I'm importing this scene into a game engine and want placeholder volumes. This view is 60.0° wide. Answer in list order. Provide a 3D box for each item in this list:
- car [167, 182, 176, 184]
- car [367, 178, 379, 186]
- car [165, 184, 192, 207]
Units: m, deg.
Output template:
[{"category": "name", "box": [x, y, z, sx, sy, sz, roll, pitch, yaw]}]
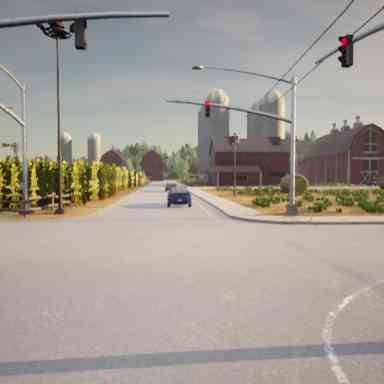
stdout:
[{"category": "car", "box": [-3.330, -0.791, 52.775, 2.128, 1.511, 4.902, 0, 3, -5]}, {"category": "car", "box": [42.385, -2.302, 77.456, 1.905, 1.878, 3.866, 10, 10, 41]}, {"category": "car", "box": [-1.106, 0.357, 27.543, 1.882, 1.535, 5.008, 0, 3, -5]}]
